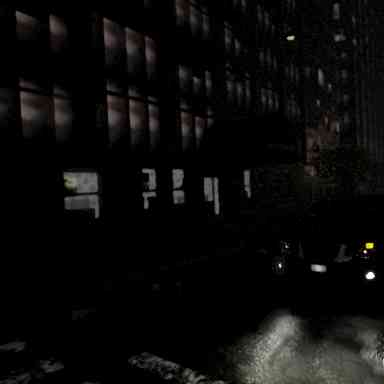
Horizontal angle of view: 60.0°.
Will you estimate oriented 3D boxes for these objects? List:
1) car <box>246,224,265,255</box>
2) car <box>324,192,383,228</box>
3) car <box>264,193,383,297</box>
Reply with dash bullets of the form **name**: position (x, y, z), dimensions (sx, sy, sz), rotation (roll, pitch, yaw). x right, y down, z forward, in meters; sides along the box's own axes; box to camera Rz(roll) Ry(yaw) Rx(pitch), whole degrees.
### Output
- **car**: position (3.665, 1.505, 12.520), dimensions (1.947, 1.339, 4.313), rotation (-3, -1, 39)
- **car**: position (10.151, 1.008, 20.564), dimensions (2.192, 1.841, 5.009), rotation (-3, -1, 39)
- **car**: position (4.268, 1.134, 8.937), dimensions (2.150, 2.045, 5.566), rotation (-2, 0, 38)
